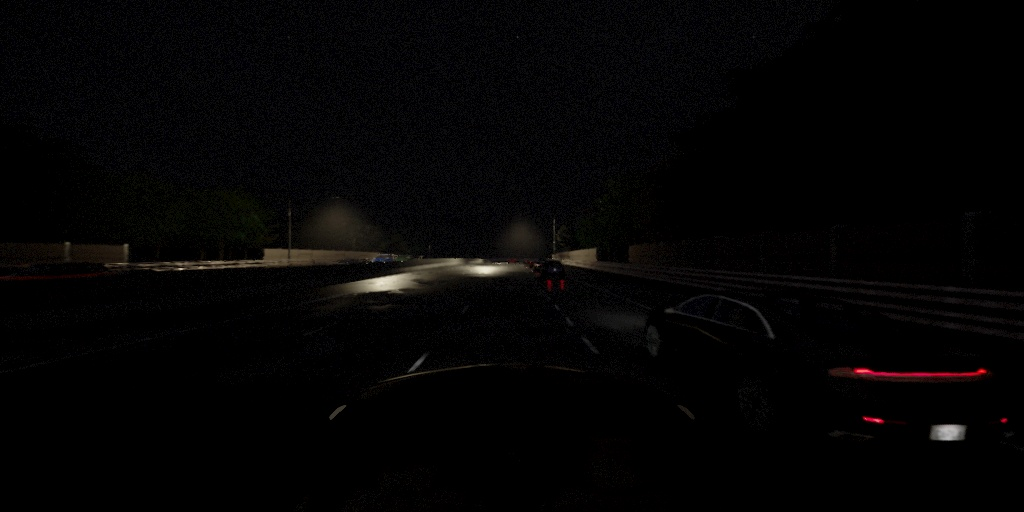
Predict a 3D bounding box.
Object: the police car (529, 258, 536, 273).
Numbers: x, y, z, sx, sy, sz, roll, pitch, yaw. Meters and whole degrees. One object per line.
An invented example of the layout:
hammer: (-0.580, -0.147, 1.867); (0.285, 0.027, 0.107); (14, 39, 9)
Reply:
police car: (3.502, 1.178, 42.516); (2.038, 1.542, 4.974); (0, 0, 0)

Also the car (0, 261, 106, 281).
car: (-21.087, 1.103, 16.396); (2.097, 1.767, 4.553); (0, 0, 0)

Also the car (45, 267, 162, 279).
car: (-17.589, 1.315, 16.426); (1.994, 1.385, 4.181); (0, 0, 0)

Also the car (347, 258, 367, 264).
car: (-24.509, 1.136, 58.482); (1.837, 1.490, 4.892); (0, 0, 0)

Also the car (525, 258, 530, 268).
car: (3.502, 1.128, 53.563); (2.163, 1.488, 4.792); (0, 0, 0)

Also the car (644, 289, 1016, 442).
car: (3.599, 1.244, 5.384); (2.128, 1.511, 4.902); (0, 0, 0)

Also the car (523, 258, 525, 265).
car: (3.501, 1.143, 64.550); (1.812, 1.442, 4.674); (0, 0, 0)

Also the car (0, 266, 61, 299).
car: (-24.588, 1.255, 16.349); (1.837, 1.490, 4.892); (0, 0, 0)

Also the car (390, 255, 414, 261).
car: (-17.516, 0.857, 58.487); (2.150, 2.045, 5.566); (0, 0, 0)

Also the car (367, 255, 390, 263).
car: (-21.012, 0.860, 58.450); (2.150, 2.045, 5.566); (0, 0, 0)

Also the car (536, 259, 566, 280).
car: (3.502, 1.151, 31.500); (2.033, 1.649, 4.856); (0, 0, 0)
